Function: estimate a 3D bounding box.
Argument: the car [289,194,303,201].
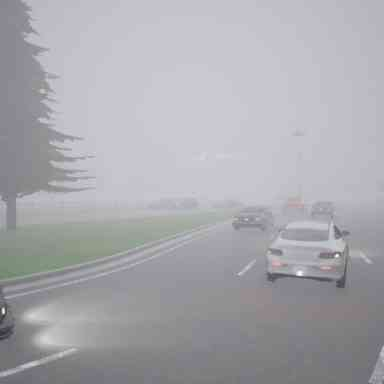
[{"bbox_3d":[23.800,1.240,75.982,1.994,1.385,4.181,-1,0,35],"label":"car"}]

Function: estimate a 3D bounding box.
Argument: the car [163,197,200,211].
[{"bbox_3d":[-1.046,1.517,42.836,2.097,1.767,4.553,-1,0,41],"label":"car"}]

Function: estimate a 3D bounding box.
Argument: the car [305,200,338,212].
[{"bbox_3d":[11.571,1.448,29.095,2.033,1.411,5.357,-1,0,27],"label":"car"}]

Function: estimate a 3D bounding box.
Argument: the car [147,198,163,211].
[{"bbox_3d":[-3.902,1.574,44.868,2.097,1.767,4.553,-1,0,41],"label":"car"}]

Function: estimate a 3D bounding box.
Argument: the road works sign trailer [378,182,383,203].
[{"bbox_3d":[34.434,0.068,58.988,2.380,3.560,2.880,-1,0,35],"label":"road works sign trailer"}]

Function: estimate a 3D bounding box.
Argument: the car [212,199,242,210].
[{"bbox_3d":[4.861,1.615,44.372,2.033,1.411,5.357,-1,0,39],"label":"car"}]

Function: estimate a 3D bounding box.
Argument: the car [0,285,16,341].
[{"bbox_3d":[-5.190,1.656,3.946,5.357,1.411,2.033,-1,0,-35],"label":"car"}]

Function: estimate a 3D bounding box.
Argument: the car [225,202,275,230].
[{"bbox_3d":[3.946,1.553,20.656,2.033,1.411,5.357,-1,0,22],"label":"car"}]

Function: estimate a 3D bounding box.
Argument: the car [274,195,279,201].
[{"bbox_3d":[20.923,1.339,77.974,1.895,1.301,4.718,-1,0,35],"label":"car"}]

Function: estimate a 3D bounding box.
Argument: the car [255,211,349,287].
[{"bbox_3d":[3.320,1.504,9.317,1.812,1.442,4.674,-1,0,25],"label":"car"}]

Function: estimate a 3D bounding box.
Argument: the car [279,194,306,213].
[{"bbox_3d":[11.246,1.281,35.893,2.097,1.767,4.553,-1,0,28],"label":"car"}]
